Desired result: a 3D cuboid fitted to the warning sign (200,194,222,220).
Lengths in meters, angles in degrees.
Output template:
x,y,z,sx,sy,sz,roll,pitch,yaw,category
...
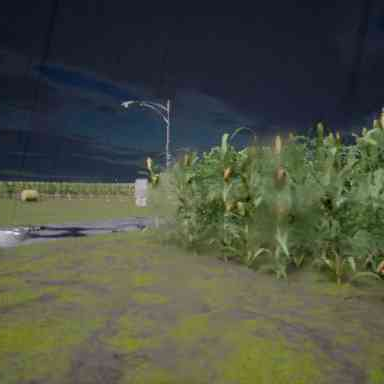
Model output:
x,y,z,sx,sy,sz,roll,pitch,yaw,category
1.440,1.127,25.320,1.300,1.860,1.060,1,1,35,warning sign
